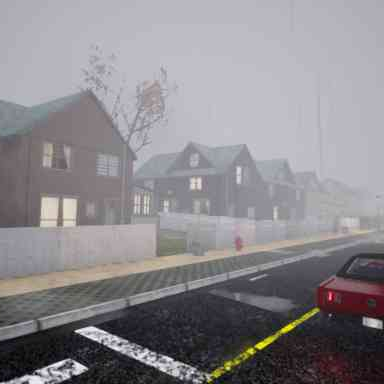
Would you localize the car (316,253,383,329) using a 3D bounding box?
[{"bbox_3d":[4.393,1.989,7.200,1.895,1.301,4.718,-1,-4,39],"label":"car"}]
